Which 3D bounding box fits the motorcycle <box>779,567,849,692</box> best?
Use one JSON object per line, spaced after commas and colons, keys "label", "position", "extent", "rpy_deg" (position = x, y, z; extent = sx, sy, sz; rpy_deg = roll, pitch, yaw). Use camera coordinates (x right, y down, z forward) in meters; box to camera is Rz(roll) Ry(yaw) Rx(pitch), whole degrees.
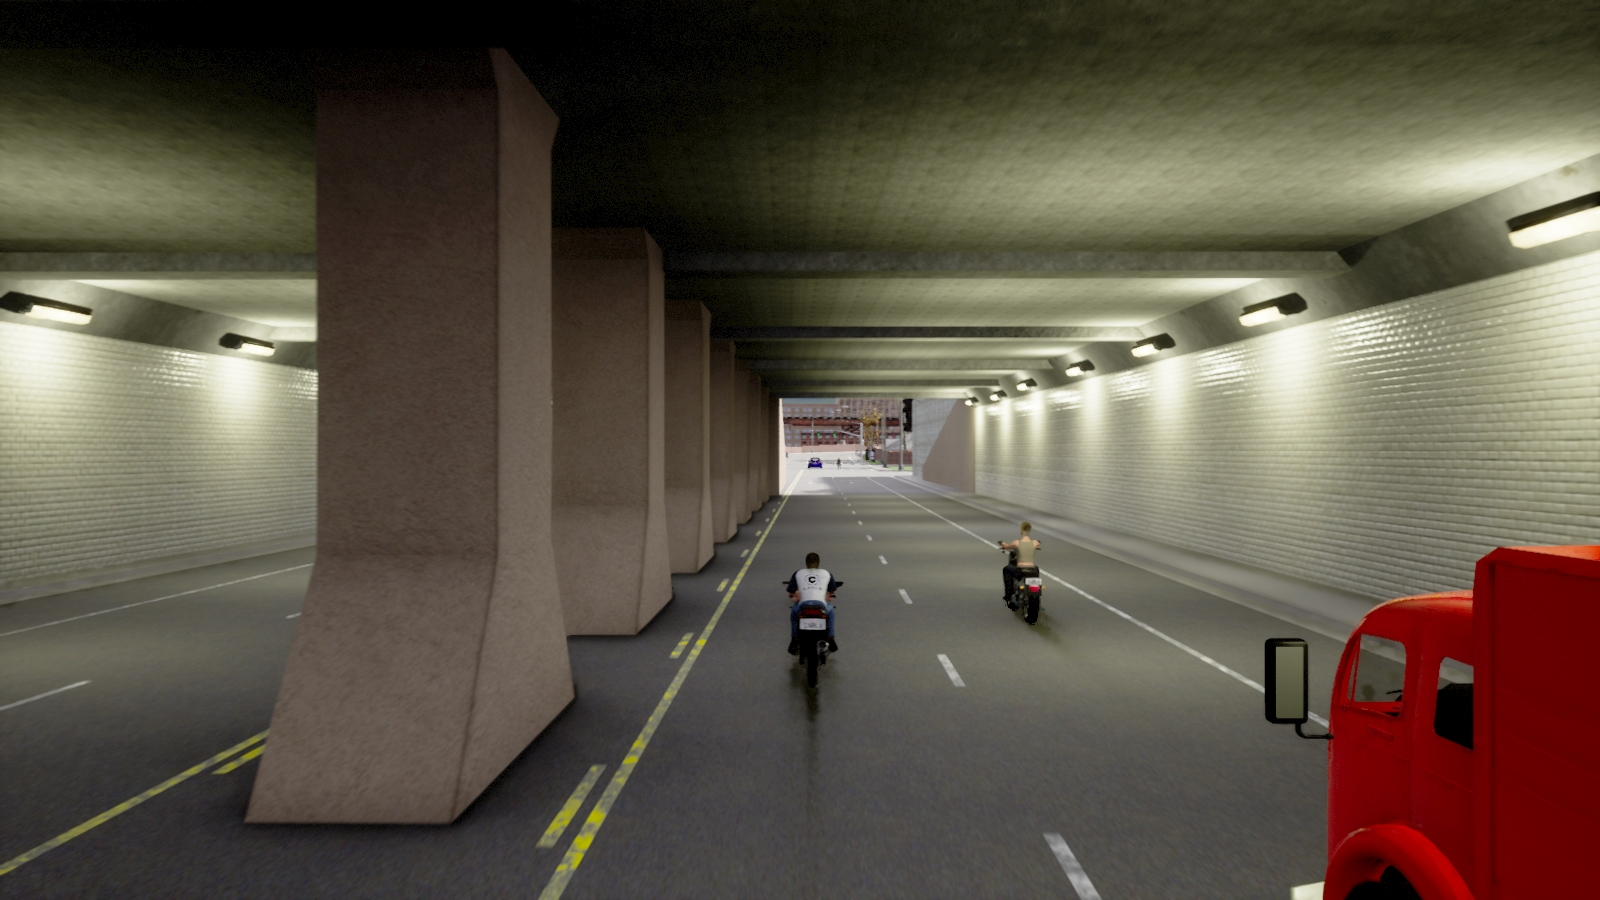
{"label": "motorcycle", "position": [0.178, 2.173, 14.189], "extent": [0.803, 1.224, 2.033], "rpy_deg": [0, 0, 1]}

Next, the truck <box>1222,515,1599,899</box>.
{"label": "truck", "position": [3.532, 1.562, 3.446], "extent": [2.627, 2.467, 5.204], "rpy_deg": [0, 0, 1]}
